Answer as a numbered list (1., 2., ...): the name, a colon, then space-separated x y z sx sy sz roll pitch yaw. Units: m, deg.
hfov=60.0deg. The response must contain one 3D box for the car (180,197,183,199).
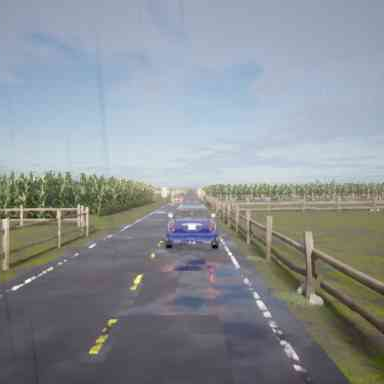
1. car: 0.000 1.496 29.651 1.837 1.490 4.892 0 0 0

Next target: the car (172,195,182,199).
1. car: -2.750 1.340 63.329 2.097 1.767 4.553 0 0 0

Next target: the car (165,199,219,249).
1. car: 0.000 1.359 14.621 2.097 1.767 4.553 0 0 0
